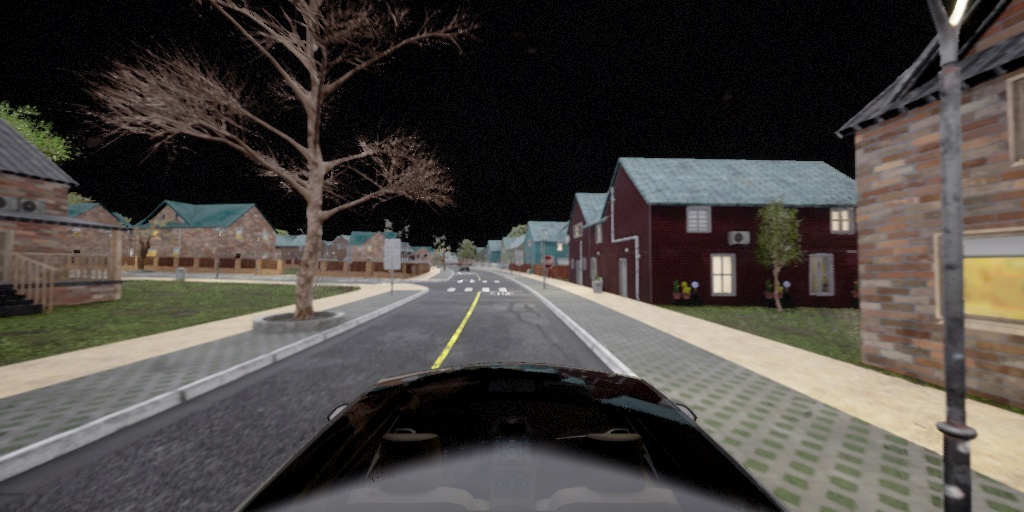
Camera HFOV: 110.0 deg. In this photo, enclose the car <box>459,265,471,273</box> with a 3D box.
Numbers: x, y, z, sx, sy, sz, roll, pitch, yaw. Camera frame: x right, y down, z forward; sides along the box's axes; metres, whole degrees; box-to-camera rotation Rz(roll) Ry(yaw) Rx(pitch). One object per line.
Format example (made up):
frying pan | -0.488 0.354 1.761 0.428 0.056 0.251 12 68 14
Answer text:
car | -8.197 2.149 62.107 1.895 1.301 4.718 0 -1 -10
